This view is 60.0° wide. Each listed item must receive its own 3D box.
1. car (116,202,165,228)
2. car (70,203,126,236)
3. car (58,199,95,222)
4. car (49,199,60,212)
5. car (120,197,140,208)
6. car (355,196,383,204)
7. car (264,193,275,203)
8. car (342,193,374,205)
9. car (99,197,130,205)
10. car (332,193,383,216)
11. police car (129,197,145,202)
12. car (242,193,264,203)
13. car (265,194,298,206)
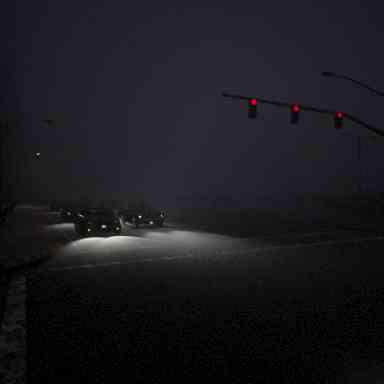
[{"bbox_3d":[-3.515,1.601,22.708,1.895,1.301,4.718,0,0,-27],"label":"car"},{"bbox_3d":[-5.341,1.564,18.553,1.994,1.385,4.181,0,0,-27],"label":"car"},{"bbox_3d":[-9.213,1.526,26.262,1.812,1.442,4.674,0,0,-27],"label":"car"},{"bbox_3d":[-15.797,1.547,39.336,2.033,1.411,5.357,0,0,-27],"label":"car"},{"bbox_3d":[-9.482,1.526,50.433,1.812,1.442,4.674,0,0,-26],"label":"car"},{"bbox_3d":[30.862,1.364,58.051,1.784,1.438,3.905,0,0,-27],"label":"car"},{"bbox_3d":[14.167,1.364,66.563,1.784,1.438,3.905,0,0,-27],"label":"car"},{"bbox_3d":[28.242,1.153,56.814,1.932,1.855,4.605,0,0,-27],"label":"car"},{"bbox_3d":[-7.707,1.491,31.033,2.128,1.511,4.902,0,0,-27],"label":"car"},{"bbox_3d":[15.937,1.153,31.103,1.932,1.855,4.605,0,0,-27],"label":"car"},{"bbox_3d":[-6.125,1.509,35.908,2.038,1.542,4.974,0,0,-27],"label":"police car"},{"bbox_3d":[11.577,1.395,65.270,1.970,1.475,3.806,0,0,-27],"label":"car"},{"bbox_3d":[13.165,1.395,49.183,1.970,1.475,3.806,0,0,-27],"label":"car"}]
